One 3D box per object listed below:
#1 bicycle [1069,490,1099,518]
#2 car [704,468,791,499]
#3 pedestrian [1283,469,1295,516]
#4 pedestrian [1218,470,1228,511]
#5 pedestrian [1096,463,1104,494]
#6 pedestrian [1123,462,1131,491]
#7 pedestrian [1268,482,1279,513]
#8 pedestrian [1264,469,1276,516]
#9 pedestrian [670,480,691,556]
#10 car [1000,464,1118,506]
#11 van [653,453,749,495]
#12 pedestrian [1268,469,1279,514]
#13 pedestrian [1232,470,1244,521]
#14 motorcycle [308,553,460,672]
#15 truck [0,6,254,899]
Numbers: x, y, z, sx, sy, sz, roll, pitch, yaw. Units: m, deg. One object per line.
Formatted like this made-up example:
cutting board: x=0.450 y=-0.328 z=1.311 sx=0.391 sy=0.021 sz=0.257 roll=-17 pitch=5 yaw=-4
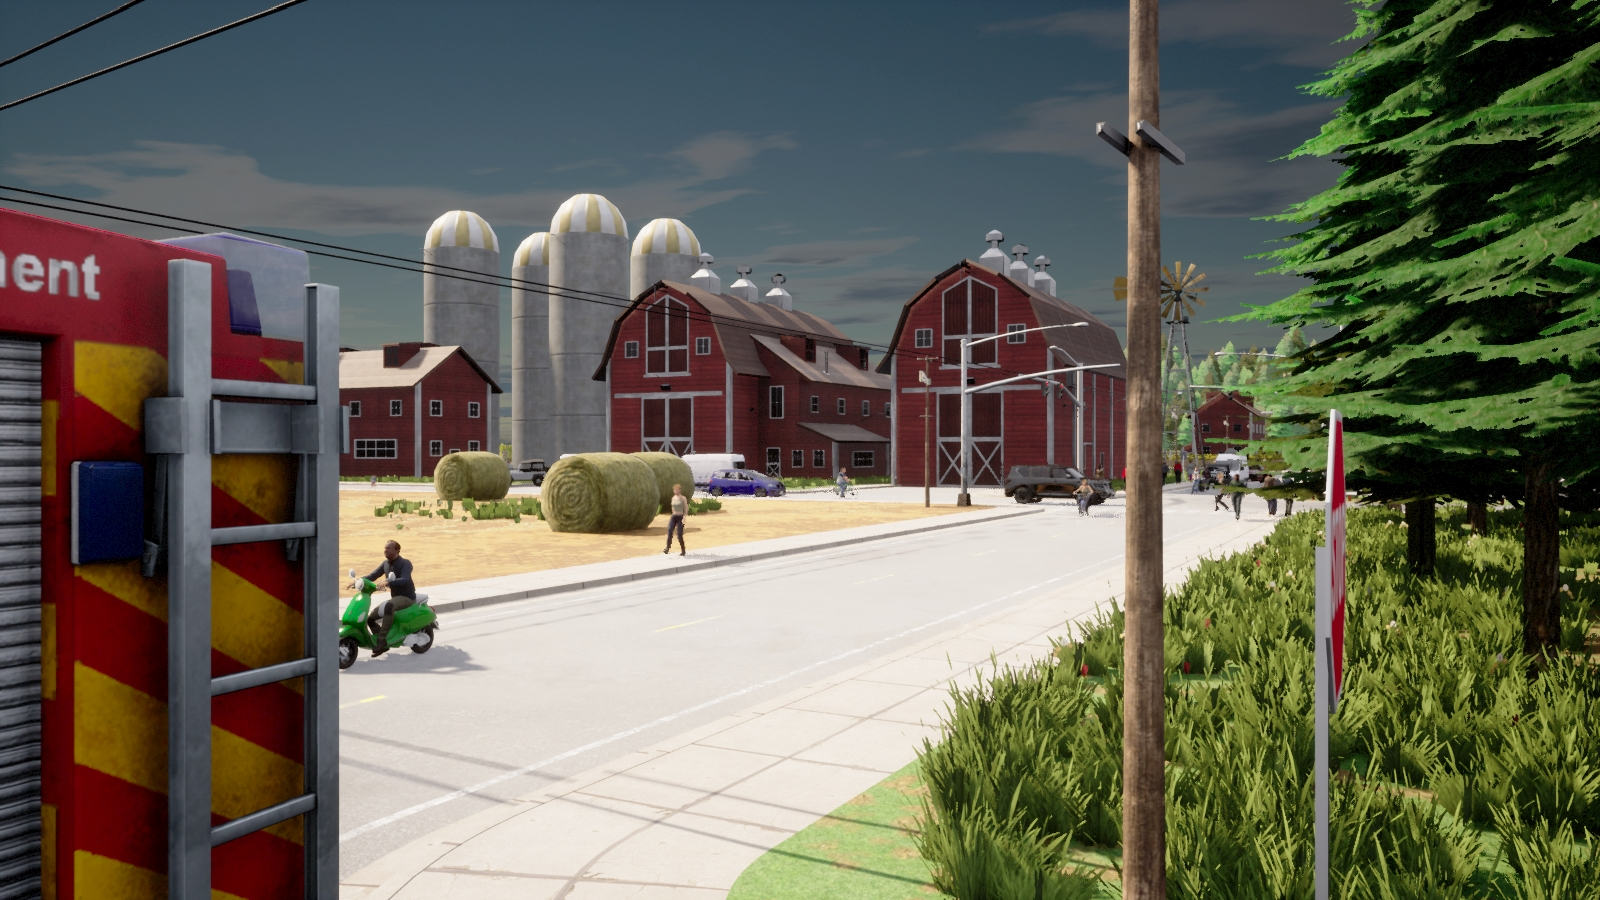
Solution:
bicycle: x=11.919 y=2.256 z=47.913 sx=0.859 sy=1.080 sz=1.487 roll=0 pitch=0 yaw=28
car: x=-3.088 y=1.941 z=67.223 sx=4.611 sy=1.667 sz=2.242 roll=0 pitch=0 yaw=27
pedestrian: x=19.642 y=1.694 z=45.891 sx=0.375 sy=1.860 sz=0.375 roll=0 pitch=0 yaw=33
pedestrian: x=19.174 y=1.841 z=51.809 sx=0.375 sy=1.860 sz=0.375 roll=0 pitch=0 yaw=30
pedestrian: x=17.783 y=1.693 z=67.727 sx=0.375 sy=1.860 sz=0.375 roll=0 pitch=0 yaw=36
pedestrian: x=20.900 y=1.696 z=72.955 sx=0.375 sy=1.860 sz=0.375 roll=0 pitch=0 yaw=39
pedestrian: x=19.708 y=1.976 z=47.561 sx=0.375 sy=1.300 sz=0.375 roll=0 pitch=0 yaw=33
pedestrian: x=18.884 y=1.695 z=45.907 sx=0.375 sy=1.860 sz=0.375 roll=0 pitch=0 yaw=29
pedestrian: x=-2.984 y=1.694 z=28.548 sx=0.375 sy=1.860 sz=0.375 roll=0 pitch=0 yaw=25
car: x=13.294 y=1.757 z=58.716 sx=5.566 sy=2.045 sz=2.150 roll=0 pitch=0 yaw=29
van: x=-6.337 y=1.507 z=72.843 sx=5.915 sy=2.561 sz=1.988 roll=0 pitch=0 yaw=27
pedestrian: x=19.383 y=1.694 z=46.797 sx=0.375 sy=1.860 sz=0.375 roll=0 pitch=0 yaw=31
pedestrian: x=16.330 y=1.696 z=42.620 sx=0.375 sy=1.860 sz=0.375 roll=0 pitch=0 yaw=27
motorcycle: x=-5.561 y=2.142 z=15.387 sx=0.856 sy=1.316 sz=1.805 roll=0 pitch=0 yaw=28
truck: x=-6.097 y=0.866 z=3.626 sx=8.468 sy=3.827 sz=2.891 roll=0 pitch=0 yaw=22
